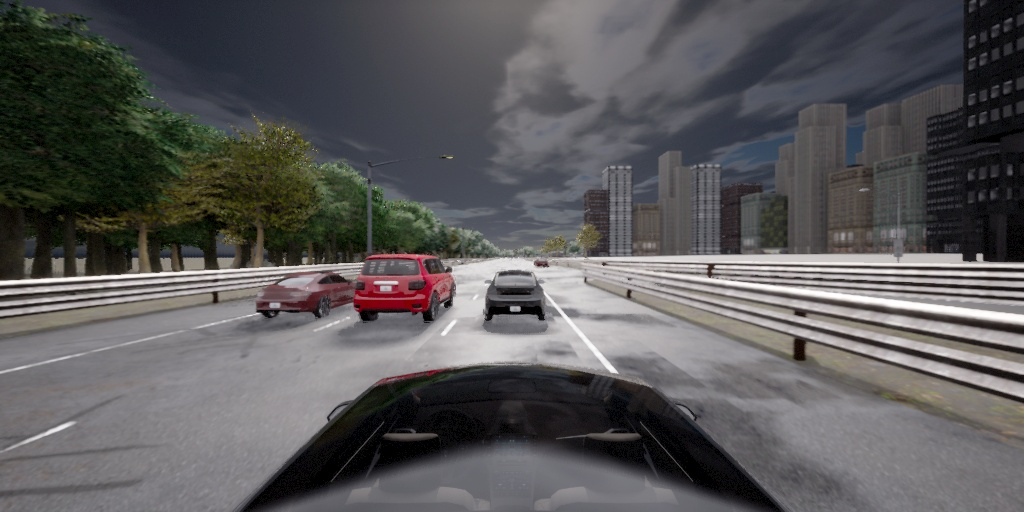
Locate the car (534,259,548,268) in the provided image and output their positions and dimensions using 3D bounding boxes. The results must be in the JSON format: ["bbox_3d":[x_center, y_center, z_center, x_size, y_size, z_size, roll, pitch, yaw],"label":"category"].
[{"bbox_3d":[5.070,1.240,63.514,1.882,1.535,5.008,0,0,-6],"label":"car"}]

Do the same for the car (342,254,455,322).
[{"bbox_3d":[-3.402,0.966,12.362,2.150,2.045,5.566,0,0,0],"label":"car"}]

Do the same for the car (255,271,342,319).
[{"bbox_3d":[-6.903,1.270,12.749,1.812,1.442,4.674,0,0,0],"label":"car"}]

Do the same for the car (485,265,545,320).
[{"bbox_3d":[0.098,1.249,12.586,1.837,1.490,4.892,0,0,0],"label":"car"}]
